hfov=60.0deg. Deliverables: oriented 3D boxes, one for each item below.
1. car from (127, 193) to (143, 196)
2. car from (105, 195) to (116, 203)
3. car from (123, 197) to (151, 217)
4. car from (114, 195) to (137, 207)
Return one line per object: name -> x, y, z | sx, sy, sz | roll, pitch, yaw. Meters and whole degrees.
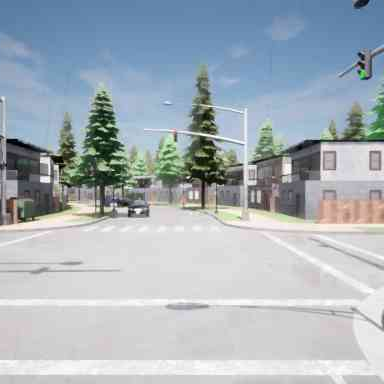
car -> -10.391, 1.187, 58.441 | 2.150, 2.045, 5.566 | 0, 0, -36
car -> -16.507, 1.318, 66.785 | 2.097, 1.767, 4.553 | 0, 0, -45
car -> -4.839, 1.457, 30.567 | 2.128, 1.511, 4.902 | 0, 0, -7
car -> -9.840, 1.566, 49.315 | 1.895, 1.301, 4.718 | 0, 0, -24
